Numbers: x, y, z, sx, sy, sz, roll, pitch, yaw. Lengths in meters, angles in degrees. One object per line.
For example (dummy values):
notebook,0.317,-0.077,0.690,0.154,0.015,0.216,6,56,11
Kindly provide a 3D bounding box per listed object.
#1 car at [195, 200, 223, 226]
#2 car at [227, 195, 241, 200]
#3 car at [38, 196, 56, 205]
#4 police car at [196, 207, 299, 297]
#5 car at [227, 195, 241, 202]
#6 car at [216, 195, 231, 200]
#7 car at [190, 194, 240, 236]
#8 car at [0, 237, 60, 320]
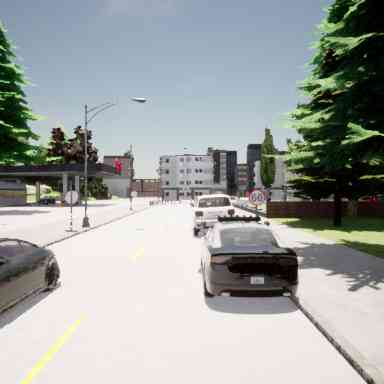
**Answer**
car,1.187,1.456,24.794,1.801,1.575,5.366,0,0,0
car,11.090,1.515,87.362,1.853,1.218,4.536,0,0,30
car,-23.928,1.412,54.792,1.845,1.501,3.633,0,0,0
police car,1.202,1.425,8.714,1.930,1.638,5.238,0,0,0
car,11.115,1.673,87.407,2.038,1.542,4.974,0,0,30
car,8.319,1.429,87.751,3.633,1.501,1.845,0,0,11
car,1.134,1.174,18.634,2.150,2.045,5.566,-3,0,0
car,-4.098,1.564,6.135,1.994,1.385,4.181,0,0,0
